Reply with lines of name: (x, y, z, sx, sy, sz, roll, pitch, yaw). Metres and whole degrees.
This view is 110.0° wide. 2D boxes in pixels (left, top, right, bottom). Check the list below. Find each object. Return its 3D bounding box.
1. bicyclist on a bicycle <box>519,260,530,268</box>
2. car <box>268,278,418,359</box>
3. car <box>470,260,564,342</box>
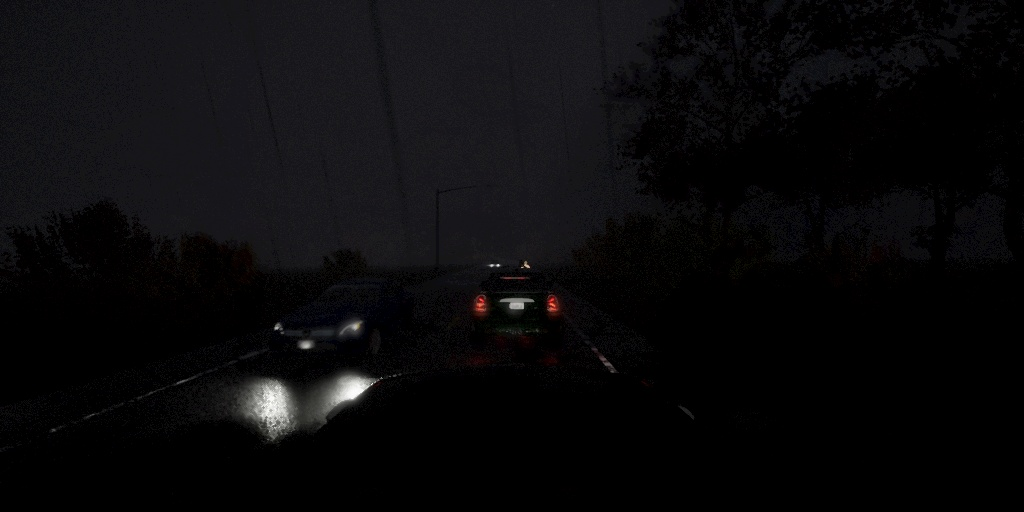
bicyclist on a bicycle: (0.972, 1.177, 25.710, 0.866, 1.612, 1.509, 0, 0, 1)
car: (-3.578, 1.273, 8.560, 1.812, 1.442, 4.674, 0, 0, 0)
car: (0.112, 1.099, 9.888, 2.097, 1.767, 4.553, 0, 0, 0)
